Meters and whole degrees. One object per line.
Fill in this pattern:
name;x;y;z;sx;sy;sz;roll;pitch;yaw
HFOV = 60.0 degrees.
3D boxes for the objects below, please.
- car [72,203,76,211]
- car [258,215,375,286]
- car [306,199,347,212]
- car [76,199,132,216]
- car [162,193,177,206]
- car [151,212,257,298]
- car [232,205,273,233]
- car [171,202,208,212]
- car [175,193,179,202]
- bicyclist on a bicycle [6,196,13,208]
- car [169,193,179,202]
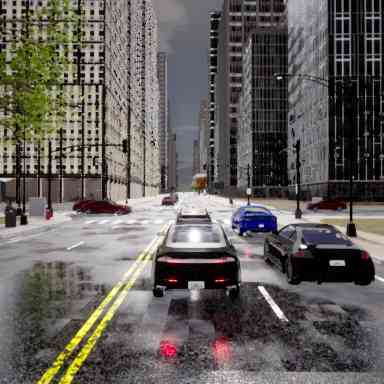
car;-10.002;1.490;34.499;4.674;1.442;1.812;0;-1;2
car;3.325;1.565;9.475;1.994;1.385;4.181;0;0;2
car;16.133;1.619;40.022;4.674;1.442;1.812;0;-1;1
car;-7.973;1.482;31.137;4.674;1.442;1.812;1;0;3
car;-3.945;1.458;54.751;1.882;1.535;5.008;0;0;-1
car;0.090;1.493;8.532;2.128;1.511;4.902;0;0;0
car;3.330;1.479;18.469;1.882;1.535;5.008;0;0;0
car;0.080;1.493;17.949;2.128;1.511;4.902;0;0;0
car;-4.116;1.517;67.574;2.033;1.411;5.357;0;0;-1
bicyclist on a bicycle;-25.207;1.398;45.869;0.582;1.620;1.656;0;-1;2
car;-4.290;1.183;78.155;2.150;2.045;5.566;0;0;-1
